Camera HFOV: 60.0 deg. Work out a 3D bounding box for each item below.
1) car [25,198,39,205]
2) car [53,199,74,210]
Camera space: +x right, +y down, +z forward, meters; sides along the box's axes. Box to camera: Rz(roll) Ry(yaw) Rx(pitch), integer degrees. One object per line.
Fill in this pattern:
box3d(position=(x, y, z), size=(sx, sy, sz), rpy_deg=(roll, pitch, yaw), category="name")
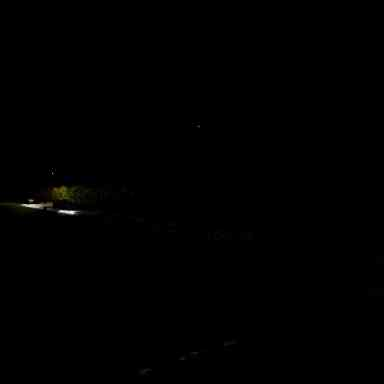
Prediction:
box3d(position=(-31.162, 1.805, 64.654), size=(2.033, 1.411, 5.357), rpy_deg=(0, 0, -35), category="car")
box3d(position=(-17.822, 1.718, 45.939), size=(2.128, 1.511, 4.902), rpy_deg=(0, 0, -35), category="car")
